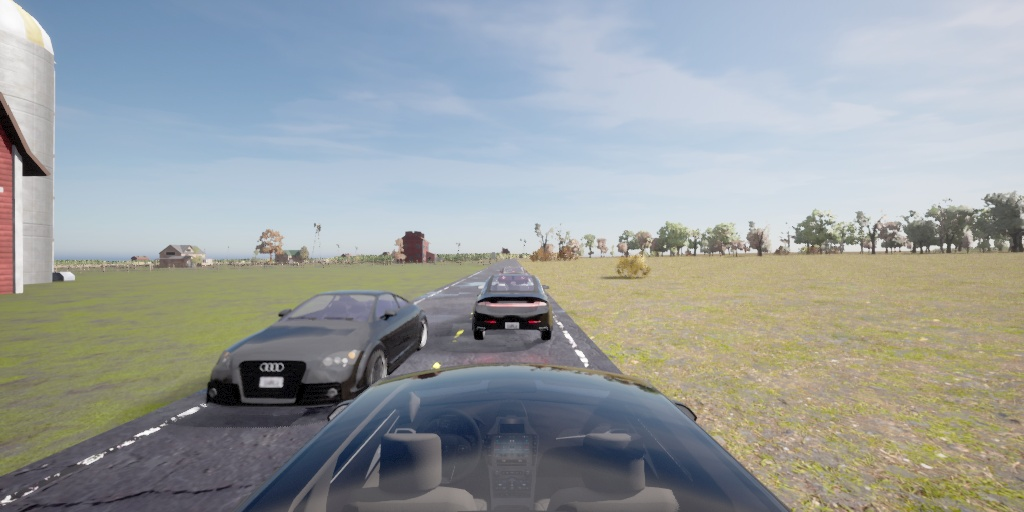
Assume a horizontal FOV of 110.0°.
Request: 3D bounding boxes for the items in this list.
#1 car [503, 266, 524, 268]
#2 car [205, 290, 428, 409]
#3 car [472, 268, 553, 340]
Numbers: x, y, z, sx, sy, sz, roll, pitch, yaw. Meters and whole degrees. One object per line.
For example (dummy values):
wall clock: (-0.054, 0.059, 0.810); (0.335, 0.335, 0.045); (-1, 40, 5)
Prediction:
car: (0.105, 1.357, 24.154); (1.895, 1.301, 4.718); (0, 0, 1)
car: (-2.842, 1.314, 6.247); (1.994, 1.385, 4.181); (0, 0, 0)
car: (0.030, 1.243, 9.920); (2.128, 1.511, 4.902); (0, 0, 1)
